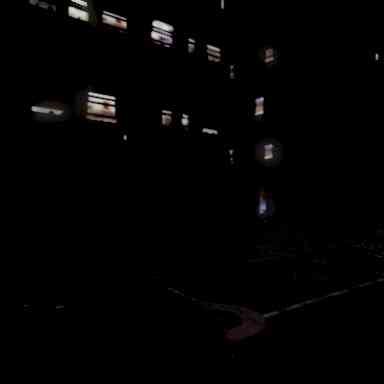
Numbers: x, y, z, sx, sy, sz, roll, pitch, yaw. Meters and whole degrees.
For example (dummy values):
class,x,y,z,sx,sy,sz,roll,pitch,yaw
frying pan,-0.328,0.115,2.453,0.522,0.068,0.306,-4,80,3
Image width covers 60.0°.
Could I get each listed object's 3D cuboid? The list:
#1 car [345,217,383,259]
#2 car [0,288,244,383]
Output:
class,x,y,z,sx,sy,sz,roll,pitch,yaw
car,7.208,1.568,11.847,4.403,1.369,2.008,0,1,-35
car,-1.703,1.525,2.163,4.674,1.442,1.812,0,0,-36
